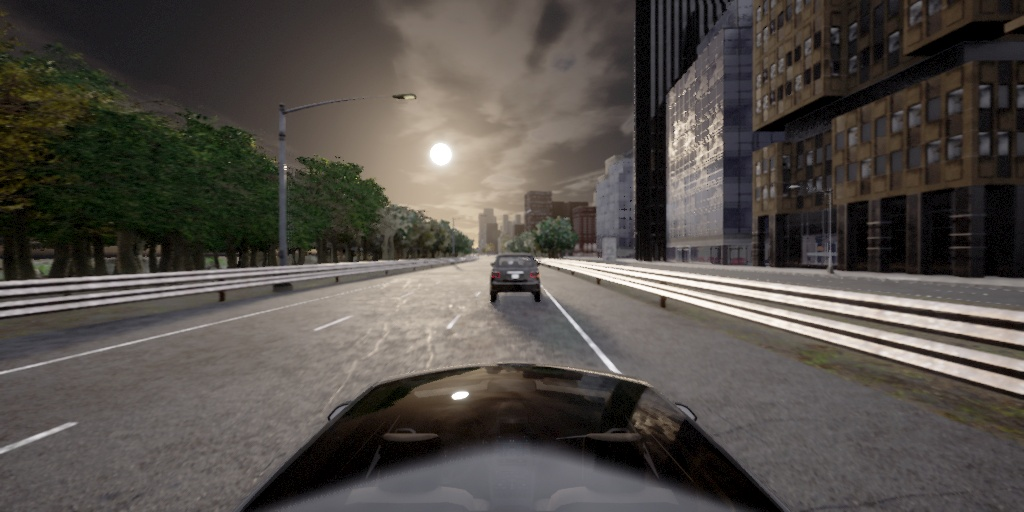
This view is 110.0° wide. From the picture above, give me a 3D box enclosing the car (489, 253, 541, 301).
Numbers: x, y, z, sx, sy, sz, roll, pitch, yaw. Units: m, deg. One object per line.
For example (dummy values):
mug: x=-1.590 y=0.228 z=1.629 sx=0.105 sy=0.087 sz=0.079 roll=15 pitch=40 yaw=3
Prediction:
car: x=0.146 y=0.874 z=16.828 sx=2.150 sy=2.045 sz=5.566 roll=0 pitch=0 yaw=0
